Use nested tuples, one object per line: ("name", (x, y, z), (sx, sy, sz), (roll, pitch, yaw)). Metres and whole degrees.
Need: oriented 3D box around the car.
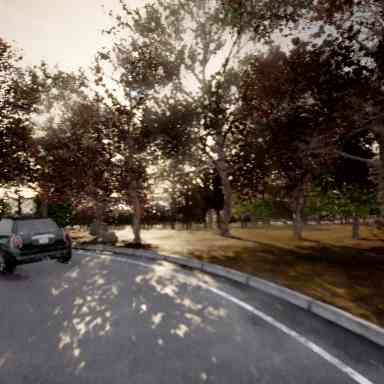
("car", (-6.236, 1.642, 11.797), (4.553, 1.767, 2.097), (-4, -2, 41))
